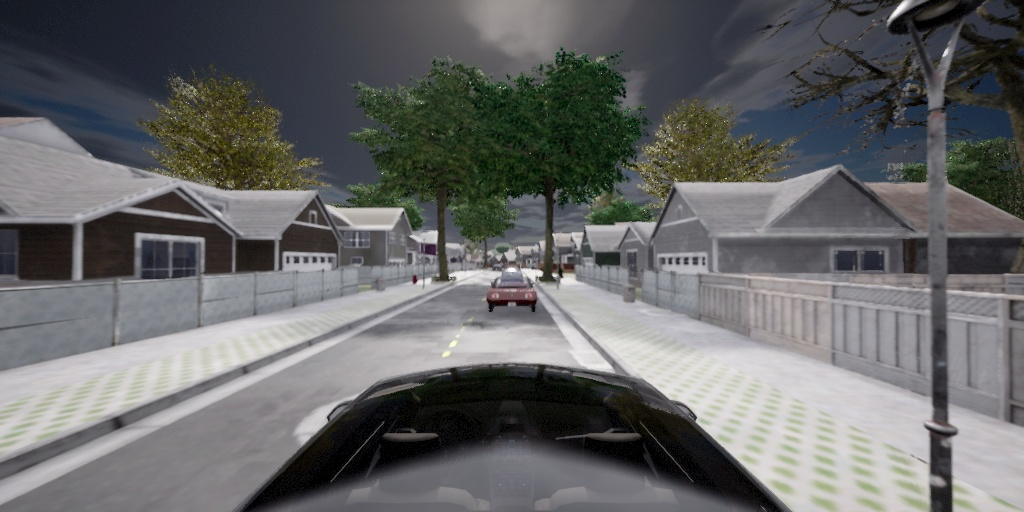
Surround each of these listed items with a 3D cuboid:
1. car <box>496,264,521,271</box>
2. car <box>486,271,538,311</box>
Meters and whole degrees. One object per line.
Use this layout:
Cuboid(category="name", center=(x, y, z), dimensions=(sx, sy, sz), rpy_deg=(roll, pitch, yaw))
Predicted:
Cuboid(category="car", center=(0.007, 1.596, 29.395), dimensions=(2.033, 1.411, 5.357), rpy_deg=(0, -1, 0))
Cuboid(category="car", center=(0.017, 1.484, 15.104), dimensions=(1.895, 1.301, 4.718), rpy_deg=(0, -1, 0))
